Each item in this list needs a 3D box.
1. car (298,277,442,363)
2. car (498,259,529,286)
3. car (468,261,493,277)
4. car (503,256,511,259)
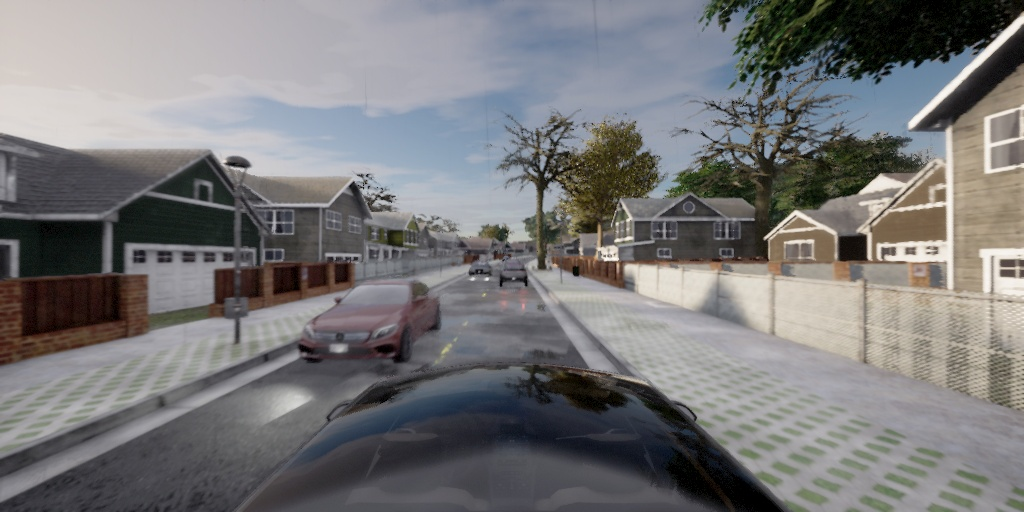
[{"bbox_3d":[-2.838,1.252,8.230,1.812,1.442,4.674,0,0,0],"label":"car"},{"bbox_3d":[0.106,1.143,24.036,2.128,1.511,4.902,0,0,0],"label":"car"},{"bbox_3d":[-2.819,1.161,33.001,1.994,1.385,4.181,0,0,0],"label":"car"},{"bbox_3d":[0.186,1.067,40.844,1.812,1.442,4.674,0,1,1],"label":"car"}]
